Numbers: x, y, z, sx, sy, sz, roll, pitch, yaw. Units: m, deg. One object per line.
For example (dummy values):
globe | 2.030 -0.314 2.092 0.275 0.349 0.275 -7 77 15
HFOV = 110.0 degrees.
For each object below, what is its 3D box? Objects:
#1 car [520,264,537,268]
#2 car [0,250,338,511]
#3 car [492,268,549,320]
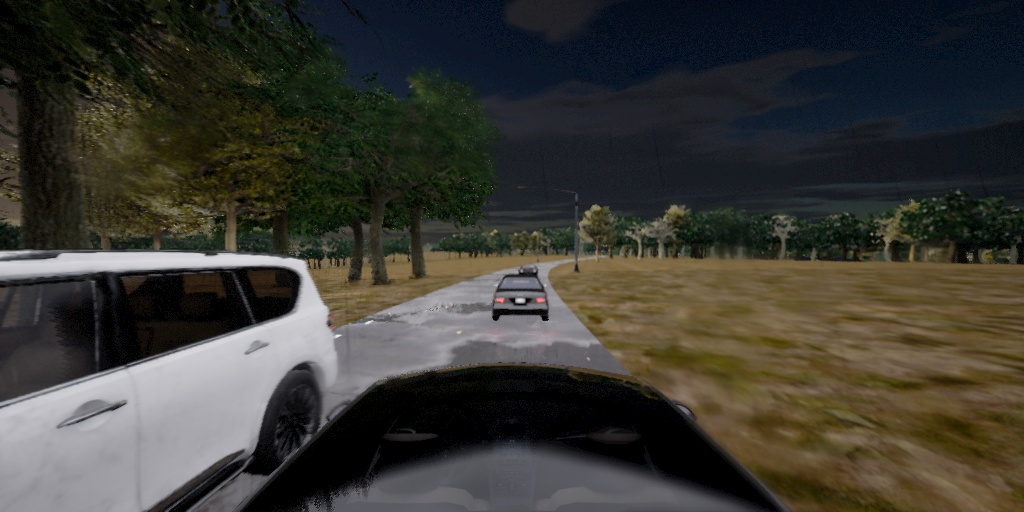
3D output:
car | 1.759 1.484 36.603 1.895 1.301 4.718 0 0 5
car | -3.075 0.969 1.858 2.150 2.045 5.566 0 0 0
car | 0.311 1.350 12.891 2.033 1.411 5.357 0 0 2
